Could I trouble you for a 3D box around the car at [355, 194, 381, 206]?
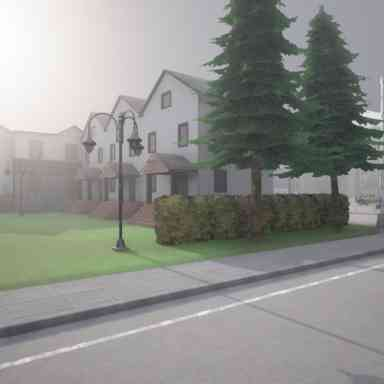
[{"bbox_3d":[26.486,1.094,48.752,1.932,1.855,4.605,0,0,-36],"label":"car"}]
